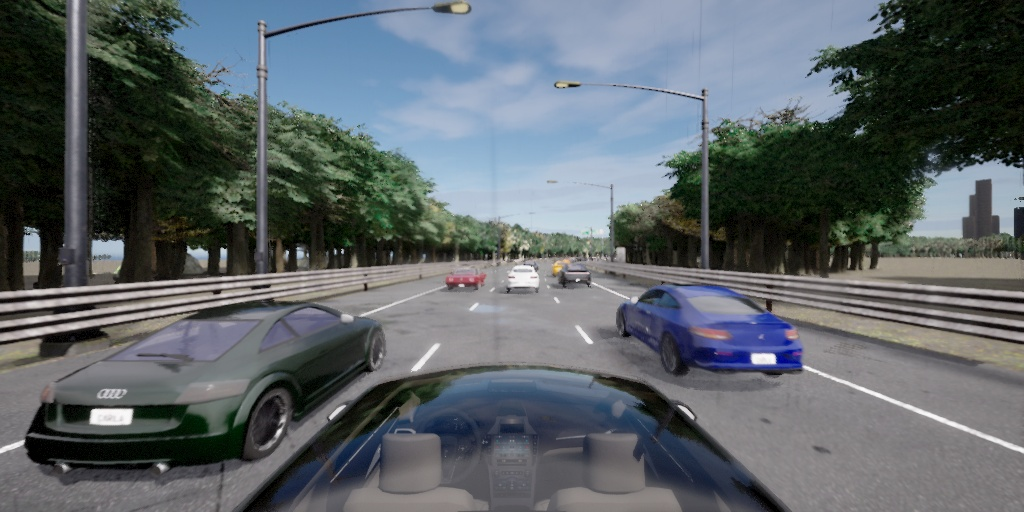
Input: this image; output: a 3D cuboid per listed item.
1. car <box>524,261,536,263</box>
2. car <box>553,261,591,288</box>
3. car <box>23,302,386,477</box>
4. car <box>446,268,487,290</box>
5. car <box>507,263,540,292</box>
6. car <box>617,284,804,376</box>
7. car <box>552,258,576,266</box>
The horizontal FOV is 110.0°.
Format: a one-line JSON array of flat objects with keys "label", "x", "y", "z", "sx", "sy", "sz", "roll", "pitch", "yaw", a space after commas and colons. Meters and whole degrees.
[{"label": "car", "x": 2.032, "y": 1.329, "z": 39.476, "sx": 2.128, "sy": 1.511, "sz": 4.902, "roll": 0, "pitch": 0, "yaw": 6}, {"label": "car", "x": 4.251, "y": 1.300, "z": 24.721, "sx": 2.128, "sy": 1.511, "sz": 4.902, "roll": 0, "pitch": 0, "yaw": 4}, {"label": "car", "x": -3.339, "y": 1.322, "z": 5.012, "sx": 1.994, "sy": 1.385, "sz": 4.181, "roll": 0, "pitch": 0, "yaw": 1}, {"label": "car", "x": -2.766, "y": 1.403, "z": 22.735, "sx": 1.895, "sy": 1.301, "sz": 4.718, "roll": 0, "pitch": 0, "yaw": 3}, {"label": "car", "x": 0.686, "y": 1.326, "z": 21.614, "sx": 1.812, "sy": 1.442, "sz": 4.674, "roll": 0, "pitch": 0, "yaw": 3}, {"label": "car", "x": 3.580, "y": 1.292, "z": 7.347, "sx": 1.812, "sy": 1.442, "sz": 4.674, "roll": 0, "pitch": 0, "yaw": 1}, {"label": "car", "x": 5.240, "y": 1.313, "z": 37.521, "sx": 1.882, "sy": 1.535, "sz": 5.008, "roll": 0, "pitch": 0, "yaw": 5}]
